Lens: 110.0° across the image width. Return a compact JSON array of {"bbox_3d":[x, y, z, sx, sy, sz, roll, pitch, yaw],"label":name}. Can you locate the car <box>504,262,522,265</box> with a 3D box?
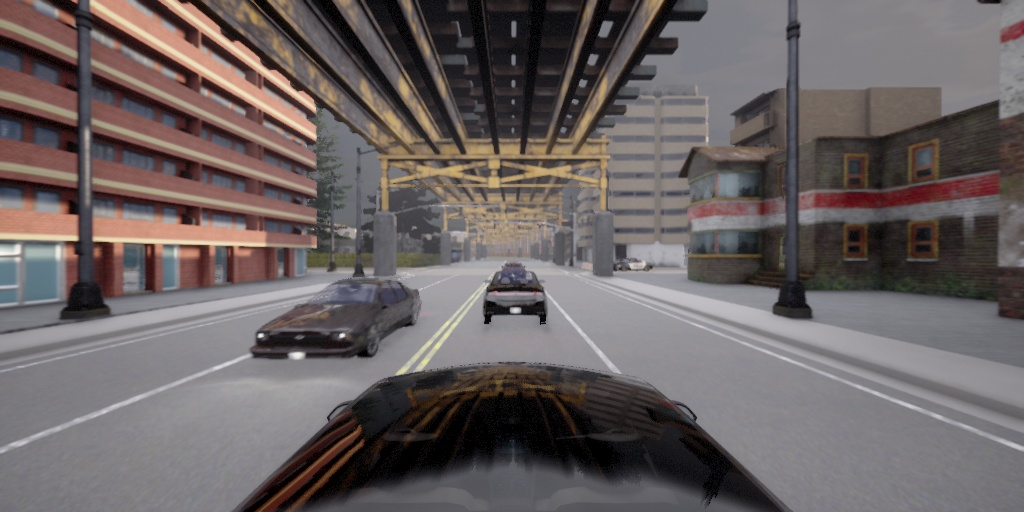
[{"bbox_3d":[0.107,1.148,27.057,1.812,1.442,4.674,0,0,0],"label":"car"}]

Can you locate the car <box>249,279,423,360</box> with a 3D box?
[{"bbox_3d":[-3.602,1.280,8.665,2.033,1.411,5.357,0,0,0],"label":"car"}]

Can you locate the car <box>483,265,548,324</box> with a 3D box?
[{"bbox_3d":[0.094,1.209,11.833,2.128,1.511,4.902,0,0,0],"label":"car"}]
